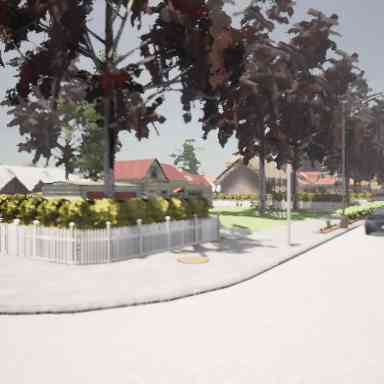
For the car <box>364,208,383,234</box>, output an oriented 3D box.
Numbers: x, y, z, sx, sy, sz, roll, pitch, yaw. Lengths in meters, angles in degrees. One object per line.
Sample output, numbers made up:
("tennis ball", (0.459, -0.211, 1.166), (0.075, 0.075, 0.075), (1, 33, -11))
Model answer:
("car", (10.733, 1.563, 18.139), (1.994, 1.385, 4.181), (0, 0, 35))
